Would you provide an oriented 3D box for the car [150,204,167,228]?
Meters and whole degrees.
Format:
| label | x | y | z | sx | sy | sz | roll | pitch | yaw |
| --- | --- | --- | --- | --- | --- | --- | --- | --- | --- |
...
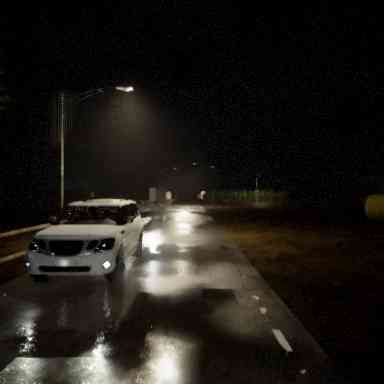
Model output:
| label | x | y | z | sx | sy | sz | roll | pitch | yaw |
| --- | --- | --- | --- | --- | --- | --- | --- | --- | --- |
| car | -2.795 | 1.591 | 23.113 | 2.128 | 1.511 | 4.902 | 0 | 0 | 1 |

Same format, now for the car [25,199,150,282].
| label | x | y | z | sx | sy | sz | roll | pitch | yaw |
| --- | --- | --- | --- | --- | --- | --- | --- | --- | --- |
| car | -2.848 | 1.257 | 10.207 | 2.150 | 2.045 | 5.566 | 0 | 0 | 0 |
